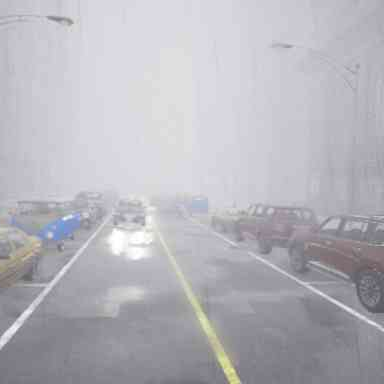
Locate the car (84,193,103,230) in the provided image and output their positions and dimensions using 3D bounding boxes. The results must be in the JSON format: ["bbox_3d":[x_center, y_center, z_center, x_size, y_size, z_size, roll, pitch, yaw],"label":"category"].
[{"bbox_3d":[-6.102,1.063,17.583,1.967,1.590,4.097,2,0,-10],"label":"car"}]

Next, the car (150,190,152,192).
[{"bbox_3d":[-9.017,0.556,85.547,1.752,1.417,4.829,2,0,-10],"label":"car"}]

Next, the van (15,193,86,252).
[{"bbox_3d":[-5.158,1.042,12.053,1.690,1.788,3.998,2,0,-10],"label":"van"}]

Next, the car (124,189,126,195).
[{"bbox_3d":[-12.686,0.633,56.291,2.008,1.369,4.403,2,0,-10],"label":"car"}]

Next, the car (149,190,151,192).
[{"bbox_3d":[-9.958,0.481,91.076,1.752,1.417,4.829,2,0,-10],"label":"car"}]

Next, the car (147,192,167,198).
[{"bbox_3d":[-4.221,1.098,41.086,1.994,1.385,4.181,2,1,-9],"label":"car"}]

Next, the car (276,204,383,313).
[{"bbox_3d":[4.178,1.426,7.967,2.192,1.841,5.009,2,0,-10],"label":"car"}]

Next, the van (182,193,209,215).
[{"bbox_3d":[0.418,1.141,30.085,1.690,1.788,3.998,2,0,-10],"label":"van"}]

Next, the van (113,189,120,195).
[{"bbox_3d":[-9.858,0.654,39.701,1.690,1.788,3.998,2,0,-10],"label":"van"}]

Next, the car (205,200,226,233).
[{"bbox_3d":[2.261,1.478,19.195,1.752,1.417,4.829,2,0,-10],"label":"car"}]

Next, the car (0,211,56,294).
[{"bbox_3d":[-4.197,1.307,6.357,1.752,1.417,4.829,2,0,-10],"label":"car"}]

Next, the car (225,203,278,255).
[{"bbox_3d":[3.238,1.348,13.497,2.192,1.841,5.009,2,0,-10],"label":"car"}]

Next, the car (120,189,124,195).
[{"bbox_3d":[-10.796,0.551,45.230,2.192,1.841,5.009,2,0,-10],"label":"car"}]

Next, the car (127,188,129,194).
[{"bbox_3d":[-16.441,0.217,78.410,1.967,1.590,4.097,2,0,-10],"label":"car"}]

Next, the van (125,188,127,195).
[{"bbox_3d":[-14.557,0.271,67.349,1.690,1.788,3.998,2,0,-10],"label":"van"}]

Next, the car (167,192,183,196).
[{"bbox_3d":[-1.461,0.960,41.143,2.192,1.841,5.009,2,0,-10],"label":"car"}]

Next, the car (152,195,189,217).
[{"bbox_3d":[-1.918,1.267,27.825,2.033,1.411,5.357,2,0,-10],"label":"car"}]

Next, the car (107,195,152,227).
[{"bbox_3d":[-3.796,1.188,20.474,2.128,1.511,4.902,2,0,-10],"label":"car"}]

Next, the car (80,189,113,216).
[{"bbox_3d":[-7.037,0.860,23.112,2.192,1.841,5.009,2,0,-10],"label":"car"}]

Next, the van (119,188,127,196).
[{"bbox_3d":[-17.377,0.042,83.938,1.690,1.788,3.998,2,0,-10],"label":"van"}]
